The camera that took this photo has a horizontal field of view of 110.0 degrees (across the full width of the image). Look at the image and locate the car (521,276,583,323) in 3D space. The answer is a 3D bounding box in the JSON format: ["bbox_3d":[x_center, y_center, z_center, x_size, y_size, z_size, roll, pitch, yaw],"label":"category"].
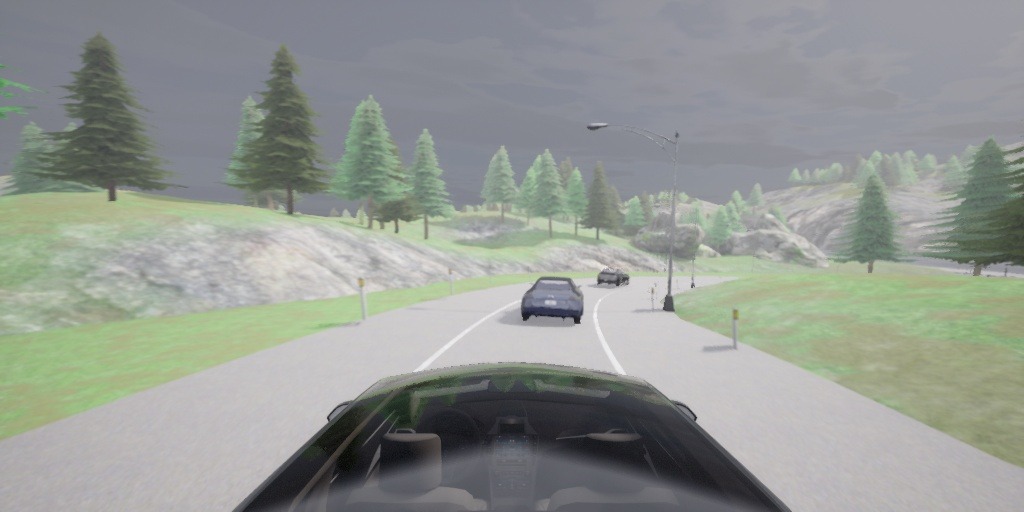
[{"bbox_3d":[1.540,1.412,12.835,1.994,1.385,4.181,2,-1,11],"label":"car"}]

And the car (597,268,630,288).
[{"bbox_3d":[8.751,1.814,30.646,2.128,1.511,4.902,4,0,31],"label":"car"}]
